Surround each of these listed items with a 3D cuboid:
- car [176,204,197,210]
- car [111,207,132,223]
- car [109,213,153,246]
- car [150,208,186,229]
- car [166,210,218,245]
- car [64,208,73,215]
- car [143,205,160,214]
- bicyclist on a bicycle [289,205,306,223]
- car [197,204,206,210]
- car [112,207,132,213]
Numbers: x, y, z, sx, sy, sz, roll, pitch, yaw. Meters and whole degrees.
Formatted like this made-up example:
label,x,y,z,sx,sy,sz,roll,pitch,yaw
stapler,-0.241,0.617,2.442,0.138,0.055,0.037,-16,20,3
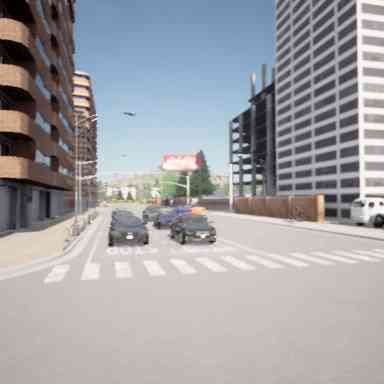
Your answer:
label,x,y,z,sx,sy,sz,roll,pitch,yaw
car,-1.207,2.476,40.148,1.882,1.535,5.008,0,-1,-13
car,-7.751,2.448,36.630,2.128,1.511,4.902,0,-1,-13
car,-3.444,2.051,18.016,1.994,1.385,4.181,0,-1,-13
car,-2.015,2.263,27.344,1.994,1.385,4.181,0,-1,-13
car,-0.004,1.986,18.672,1.837,1.490,4.892,0,-1,-13
car,-22.095,2.968,54.657,4.902,1.511,2.128,0,-1,-13
car,-4.309,2.301,37.264,2.097,1.767,4.553,0,-1,-13
bicyclist on a bicycle,9.600,1.995,30.262,1.656,1.620,0.582,0,-1,-13
car,0.498,2.521,47.818,2.097,1.767,4.553,0,-1,-13
car,-5.413,2.228,26.539,1.812,1.442,4.674,0,-1,-13
